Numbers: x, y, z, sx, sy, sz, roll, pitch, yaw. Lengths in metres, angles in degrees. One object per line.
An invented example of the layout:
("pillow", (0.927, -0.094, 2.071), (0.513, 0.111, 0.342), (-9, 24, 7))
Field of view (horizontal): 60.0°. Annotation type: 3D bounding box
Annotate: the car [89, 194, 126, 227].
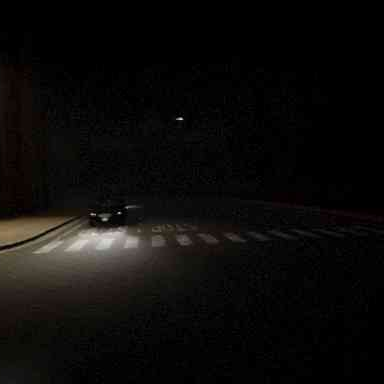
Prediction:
("car", (-5.014, 1.142, 20.103), (2.128, 1.511, 4.902), (-2, 1, -9))
